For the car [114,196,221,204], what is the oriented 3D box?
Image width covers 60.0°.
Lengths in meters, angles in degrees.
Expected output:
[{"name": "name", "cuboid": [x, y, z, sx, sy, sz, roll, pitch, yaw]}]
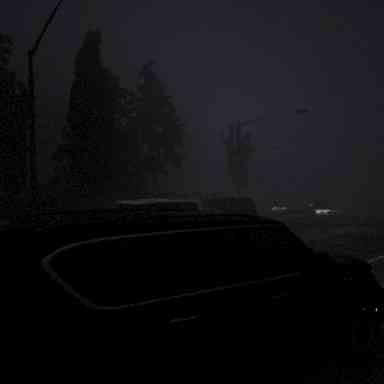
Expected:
[{"name": "car", "cuboid": [-1.830, 1.252, 11.606, 5.566, 2.045, 2.150, 0, 0, -39]}]

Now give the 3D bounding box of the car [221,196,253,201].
[{"name": "car", "cuboid": [1.708, 1.286, 19.471, 2.150, 2.045, 5.566, 0, 0, 44]}]

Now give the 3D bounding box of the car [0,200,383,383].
[{"name": "car", "cuboid": [0.138, 1.228, 4.014, 5.566, 2.045, 2.150, 0, 0, -37]}]
